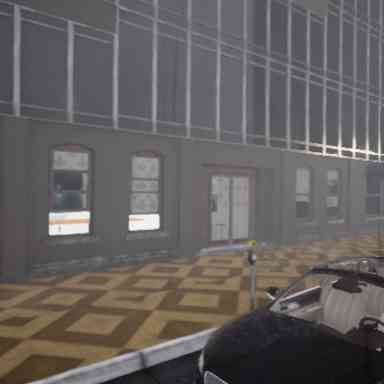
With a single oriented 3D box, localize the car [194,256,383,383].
[{"bbox_3d":[2.060,1.535,3.868,4.403,1.369,2.008,0,1,-35],"label":"car"}]
